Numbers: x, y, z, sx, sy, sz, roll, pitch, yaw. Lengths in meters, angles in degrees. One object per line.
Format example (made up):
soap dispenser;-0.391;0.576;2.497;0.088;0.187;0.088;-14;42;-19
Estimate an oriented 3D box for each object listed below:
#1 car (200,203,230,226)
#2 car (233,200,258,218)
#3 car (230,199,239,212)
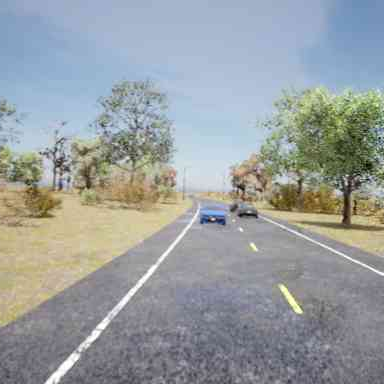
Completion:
car;1.626;1.655;25.614;1.882;1.535;5.008;3;0;3
car;5.850;1.961;35.360;1.994;1.385;4.181;2;0;3
car;6.297;1.804;45.814;2.097;1.767;4.553;2;0;3
